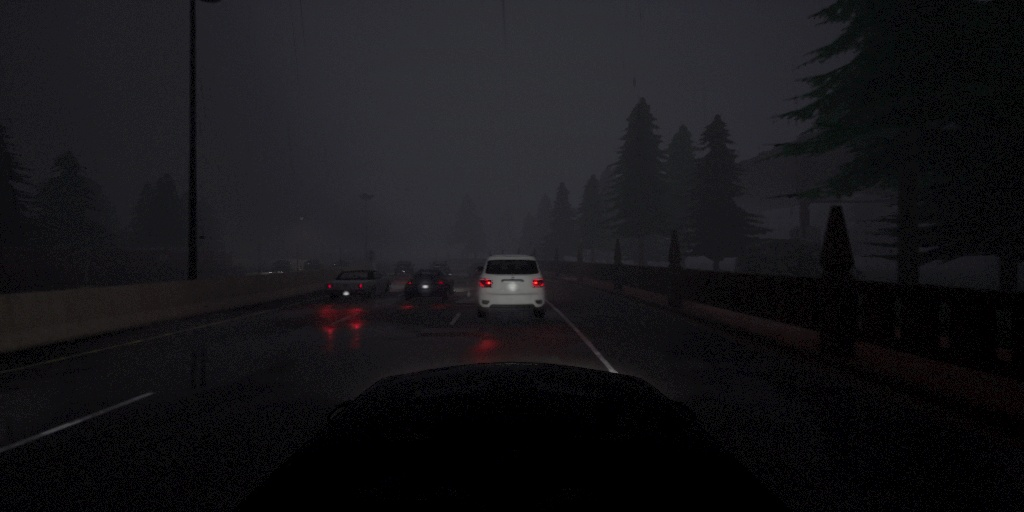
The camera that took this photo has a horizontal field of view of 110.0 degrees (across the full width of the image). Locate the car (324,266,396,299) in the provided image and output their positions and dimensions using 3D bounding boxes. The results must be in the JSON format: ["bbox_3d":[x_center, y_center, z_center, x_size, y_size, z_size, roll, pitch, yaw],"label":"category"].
[{"bbox_3d":[-7.453,1.347,17.897,1.895,1.301,4.718,0,0,-5],"label":"car"}]

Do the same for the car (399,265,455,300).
[{"bbox_3d":[-3.958,1.311,17.647,1.994,1.385,4.181,0,0,-5],"label":"car"}]

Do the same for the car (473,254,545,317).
[{"bbox_3d":[-0.110,0.969,13.258,2.150,2.045,5.566,0,0,-3],"label":"car"}]

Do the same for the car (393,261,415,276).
[{"bbox_3d":[-11.157,1.247,37.128,1.837,1.490,4.892,0,0,-16],"label":"car"}]

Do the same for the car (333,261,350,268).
[{"bbox_3d":[-22.878,1.305,48.250,1.994,1.385,4.181,0,0,-24],"label":"car"}]

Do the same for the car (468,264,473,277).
[{"bbox_3d":[-2.993,1.291,33.826,2.033,1.411,5.357,0,0,-14],"label":"car"}]

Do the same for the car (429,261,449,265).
[{"bbox_3d":[-7.535,1.234,37.115,2.128,1.511,4.902,0,0,-16],"label":"car"}]

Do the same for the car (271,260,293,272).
[{"bbox_3d":[-29.799,1.266,46.573,1.812,1.442,4.674,0,0,-25],"label":"car"}]

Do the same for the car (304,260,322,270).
[{"bbox_3d":[-26.770,1.245,48.361,1.837,1.490,4.892,0,0,-25],"label":"car"}]
